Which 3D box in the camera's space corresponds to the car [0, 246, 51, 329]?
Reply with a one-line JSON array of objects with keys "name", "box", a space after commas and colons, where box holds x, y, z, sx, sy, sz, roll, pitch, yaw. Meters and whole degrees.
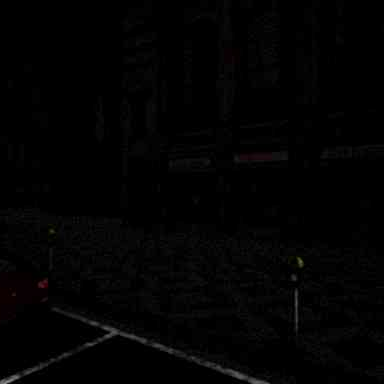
[{"name": "car", "box": [-4.209, 1.583, 6.008, 4.206, 1.307, 1.802, 0, 0, 36]}]
